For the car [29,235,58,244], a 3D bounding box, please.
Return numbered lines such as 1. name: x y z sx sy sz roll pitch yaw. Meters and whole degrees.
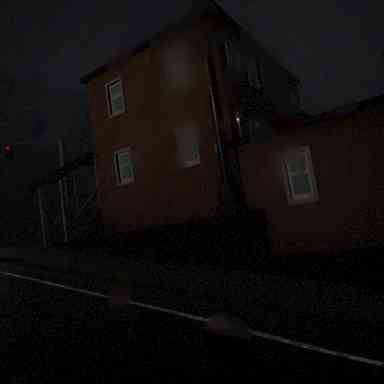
1. car: -12.106 4.594 29.483 2.128 1.511 4.902 -13 -12 35
